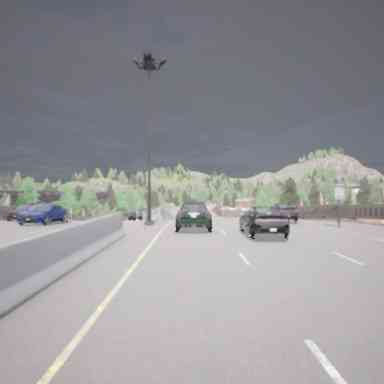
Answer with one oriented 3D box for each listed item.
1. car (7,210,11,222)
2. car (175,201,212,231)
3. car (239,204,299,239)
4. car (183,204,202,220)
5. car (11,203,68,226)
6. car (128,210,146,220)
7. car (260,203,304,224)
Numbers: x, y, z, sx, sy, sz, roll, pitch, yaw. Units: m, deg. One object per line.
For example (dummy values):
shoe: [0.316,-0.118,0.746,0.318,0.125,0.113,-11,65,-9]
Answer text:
car: [-14.083,1.770,28.971,1.882,1.535,5.008,0,-3,0]
car: [0.098,1.358,20.341,2.097,1.767,4.553,0,-1,0]
car: [3.598,1.471,17.130,2.128,1.511,4.902,0,0,0]
car: [0.097,2.399,39.314,2.097,1.767,4.553,0,-5,0]
car: [-10.591,1.566,23.974,1.882,1.535,5.008,0,-2,0]
car: [-7.015,3.049,43.635,2.033,1.411,5.357,0,-6,0]
car: [7.098,1.682,26.817,2.128,1.511,4.902,0,-2,0]
